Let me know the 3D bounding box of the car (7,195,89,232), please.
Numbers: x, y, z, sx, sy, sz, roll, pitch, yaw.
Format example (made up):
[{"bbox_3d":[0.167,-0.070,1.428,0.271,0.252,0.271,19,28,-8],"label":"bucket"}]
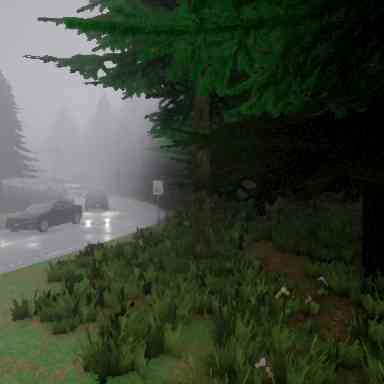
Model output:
[{"bbox_3d":[-8.122,1.226,18.790,1.882,1.535,5.008,0,2,12],"label":"car"}]

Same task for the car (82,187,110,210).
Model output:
[{"bbox_3d":[-8.318,0.651,28.896,1.837,1.490,4.892,0,5,-19],"label":"car"}]

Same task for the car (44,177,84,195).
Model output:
[{"bbox_3d":[-14.621,-0.647,38.463,5.566,2.045,2.150,7,4,38],"label":"car"}]

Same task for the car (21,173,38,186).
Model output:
[{"bbox_3d":[-25.641,-2.127,52.452,2.150,2.045,5.566,0,5,-30],"label":"car"}]

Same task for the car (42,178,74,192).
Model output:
[{"bbox_3d":[-18.323,-0.951,45.380,4.892,1.490,1.837,6,4,38],"label":"car"}]
